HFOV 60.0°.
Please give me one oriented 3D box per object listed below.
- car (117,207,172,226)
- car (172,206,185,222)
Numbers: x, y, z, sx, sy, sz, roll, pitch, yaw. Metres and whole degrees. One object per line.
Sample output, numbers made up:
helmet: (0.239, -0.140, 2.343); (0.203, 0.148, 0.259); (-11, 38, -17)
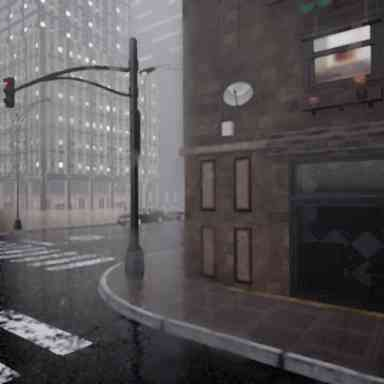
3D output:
car: (-3.933, 1.919, 26.220); (2.008, 1.369, 4.403); (-2, -2, 35)
car: (-0.730, 2.000, 30.775); (2.008, 1.369, 4.403); (-2, -2, 35)
